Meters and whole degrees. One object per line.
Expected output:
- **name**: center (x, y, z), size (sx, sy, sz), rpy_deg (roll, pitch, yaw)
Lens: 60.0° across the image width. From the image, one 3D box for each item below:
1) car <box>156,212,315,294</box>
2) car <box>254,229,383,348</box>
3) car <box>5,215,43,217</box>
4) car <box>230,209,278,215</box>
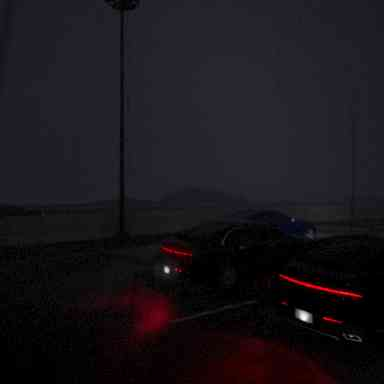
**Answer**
- **car**: center (1.446, 1.493, 8.806), size (4.892, 1.490, 1.837), rpy_deg (0, 0, -34)
- **car**: center (3.599, 1.498, 6.032), size (4.892, 1.490, 1.837), rpy_deg (0, 0, -33)
- **car**: center (-12.191, 1.508, 20.964), size (5.357, 1.411, 2.033), rpy_deg (0, 0, -34)
- **car**: center (3.065, 1.459, 13.966), size (5.008, 1.535, 1.882), rpy_deg (0, 0, -32)
